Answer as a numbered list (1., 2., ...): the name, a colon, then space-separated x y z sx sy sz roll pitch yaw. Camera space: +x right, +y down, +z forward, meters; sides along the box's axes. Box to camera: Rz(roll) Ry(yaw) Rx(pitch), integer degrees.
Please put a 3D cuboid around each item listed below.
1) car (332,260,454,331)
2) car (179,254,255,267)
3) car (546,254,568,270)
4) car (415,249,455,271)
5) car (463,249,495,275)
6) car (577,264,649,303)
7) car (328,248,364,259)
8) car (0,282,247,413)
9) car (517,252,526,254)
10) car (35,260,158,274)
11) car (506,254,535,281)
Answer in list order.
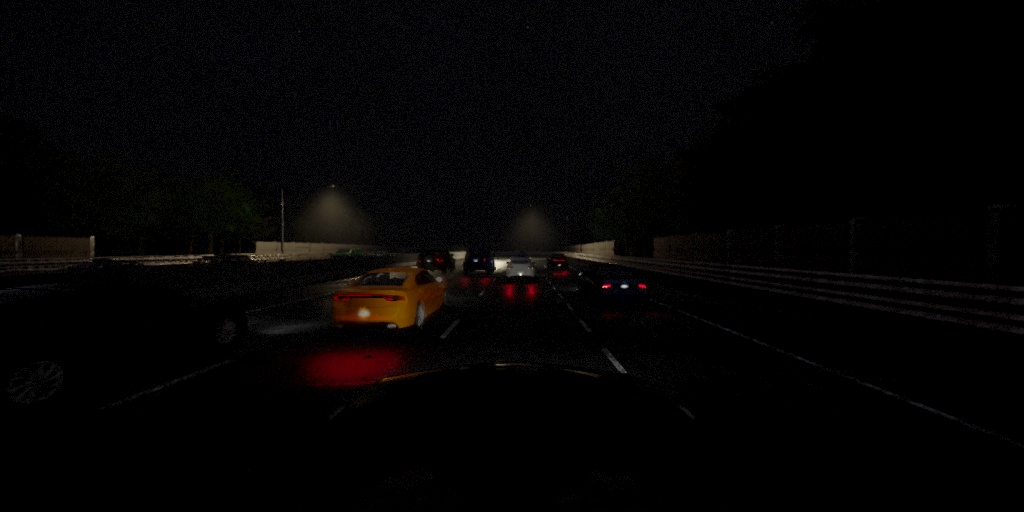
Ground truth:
1. car: -3.191 1.066 10.364 1.882 1.535 5.008 0 1 2
2. car: -17.104 0.730 20.828 2.097 1.767 4.553 0 1 2
3. car: 4.520 0.538 35.975 1.837 1.490 4.892 0 1 2
4. car: -6.163 0.408 29.516 2.150 2.045 5.566 0 1 2
5. car: -2.653 0.401 29.799 2.150 2.045 5.566 0 1 2
6. car: 3.934 1.047 14.787 2.033 1.411 5.357 0 1 2
7. car: -19.972 0.085 43.416 2.150 2.045 5.566 0 1 2
8. car: -6.815 1.179 5.909 1.837 1.490 4.892 0 1 2
9. car: 1.379 0.180 52.651 1.812 1.442 4.674 0 1 2
10. car: -24.101 0.920 21.154 2.033 1.411 5.357 0 1 2
11. car: 0.594 0.828 24.208 1.812 1.442 4.674 0 1 2
